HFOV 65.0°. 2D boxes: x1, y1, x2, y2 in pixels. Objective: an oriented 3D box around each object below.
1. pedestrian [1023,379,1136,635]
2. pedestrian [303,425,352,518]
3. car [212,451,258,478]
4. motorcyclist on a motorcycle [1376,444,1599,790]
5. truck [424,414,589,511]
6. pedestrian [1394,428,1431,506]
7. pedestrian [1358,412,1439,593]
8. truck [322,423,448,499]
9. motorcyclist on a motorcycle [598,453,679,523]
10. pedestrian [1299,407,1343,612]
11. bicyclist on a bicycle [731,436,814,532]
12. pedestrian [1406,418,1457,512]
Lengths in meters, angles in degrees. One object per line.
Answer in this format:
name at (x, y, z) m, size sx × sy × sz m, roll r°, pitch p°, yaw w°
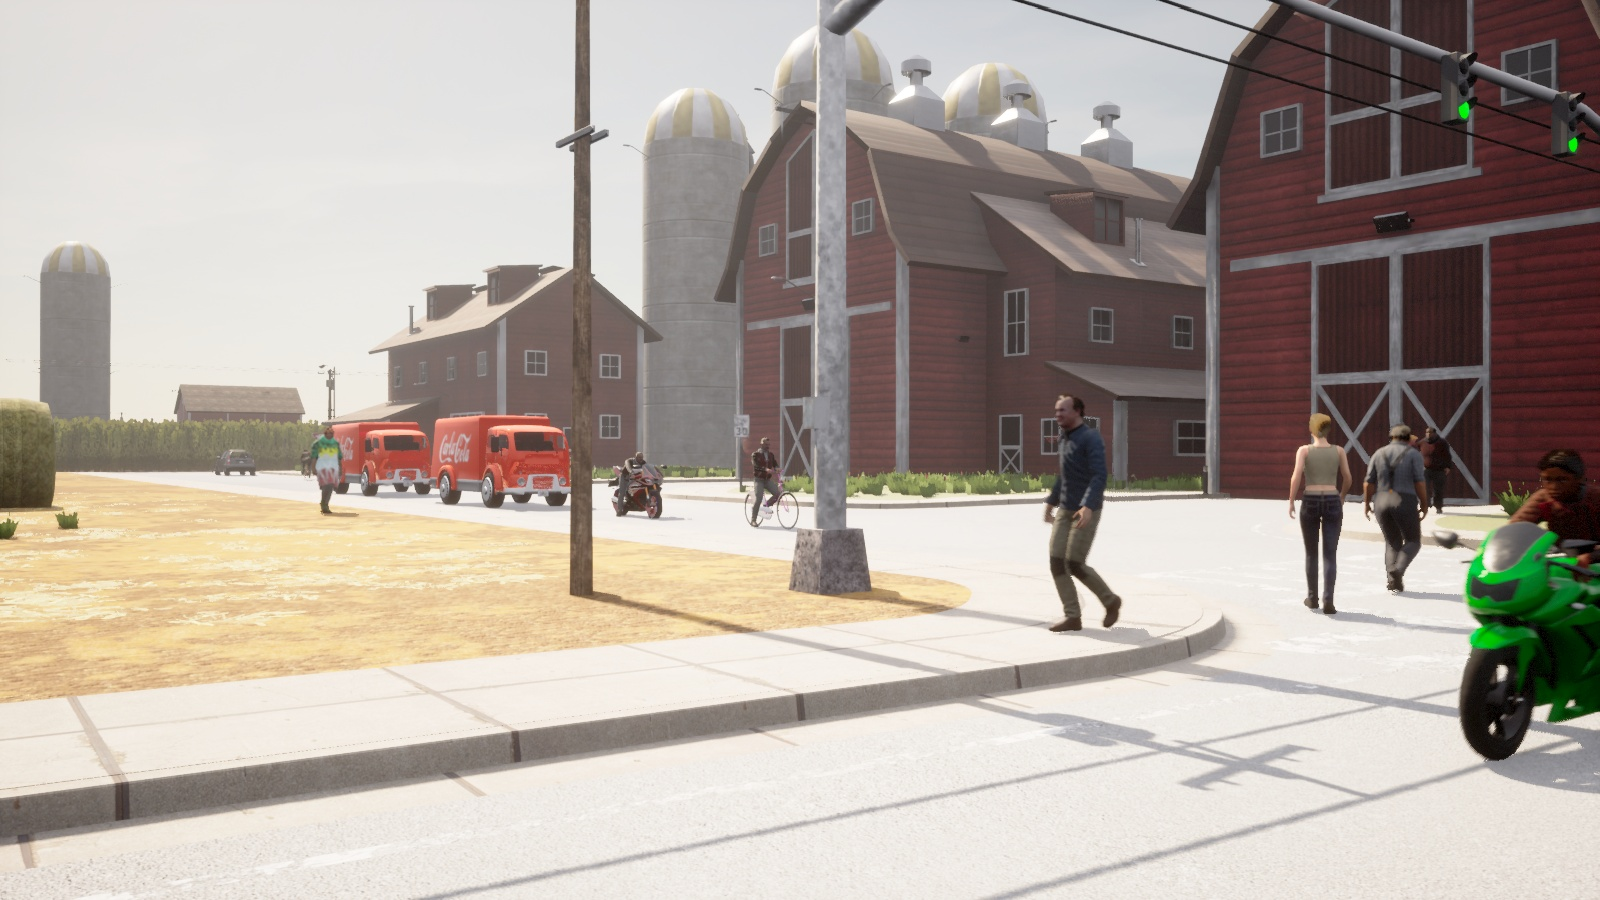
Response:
pedestrian at (2.084, 0.409, 9.376) m, size 0.726 × 1.842 × 0.402 m, roll 0°, pitch 0°, yaw -25°
pedestrian at (-10.072, 0.455, 26.774) m, size 0.873 × 1.952 × 0.659 m, roll 0°, pitch 0°, yaw 44°
car at (-35.172, 0.882, 78.082) m, size 1.851 × 1.617 × 3.988 m, roll 0°, pitch 0°, yaw -36°
motorcyclist on a motorcycle at (3.927, 0.735, 6.418) m, size 2.044 × 1.523 × 0.797 m, roll 0°, pitch 0°, yaw -32°
truck at (-8.225, 0.334, 34.843) m, size 2.627 × 2.467 × 5.204 m, roll 0°, pitch 0°, yaw -36°
pedestrian at (14.573, 0.403, 29.889) m, size 0.354 × 1.836 × 0.706 m, roll 0°, pitch 0°, yaw -35°
pedestrian at (6.326, 0.539, 13.264) m, size 0.694 × 1.848 × 0.540 m, roll 0°, pitch 0°, yaw -41°
truck at (-14.408, 0.355, 43.385) m, size 2.627 × 2.467 × 5.204 m, roll -1°, pitch 0°, yaw -36°
motorcyclist on a motorcycle at (-3.696, 0.831, 28.585) m, size 0.866 × 1.530 × 2.191 m, roll 0°, pitch 0°, yaw -36°
pedestrian at (4.797, 0.536, 11.574) m, size 0.345 × 1.836 × 0.594 m, roll 0°, pitch 0°, yaw 21°
bicyclist on a bicycle at (-0.547, 0.644, 24.227) m, size 0.659 × 1.776 × 1.843 m, roll 0°, pitch -1°, yaw -36°
pedestrian at (12.554, 0.294, 24.961) m, size 0.899 × 1.844 × 0.634 m, roll 0°, pitch 0°, yaw -45°
